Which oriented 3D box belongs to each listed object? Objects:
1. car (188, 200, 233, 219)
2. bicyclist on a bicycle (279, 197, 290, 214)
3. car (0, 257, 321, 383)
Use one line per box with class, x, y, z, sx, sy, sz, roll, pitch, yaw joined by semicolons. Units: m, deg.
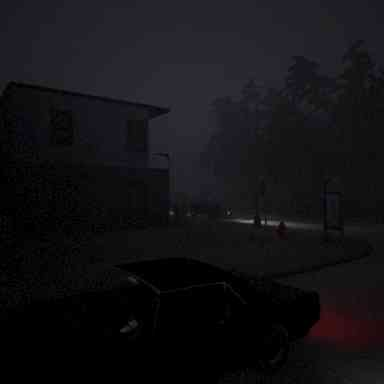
car;1.610;1.500;29.634;2.128;1.511;4.902;0;0;-36
bicyclist on a bicycle;9.308;1.361;33.307;1.656;1.620;0.582;0;0;-36
car;-0.607;1.601;4.081;4.718;1.301;1.895;0;0;-34
